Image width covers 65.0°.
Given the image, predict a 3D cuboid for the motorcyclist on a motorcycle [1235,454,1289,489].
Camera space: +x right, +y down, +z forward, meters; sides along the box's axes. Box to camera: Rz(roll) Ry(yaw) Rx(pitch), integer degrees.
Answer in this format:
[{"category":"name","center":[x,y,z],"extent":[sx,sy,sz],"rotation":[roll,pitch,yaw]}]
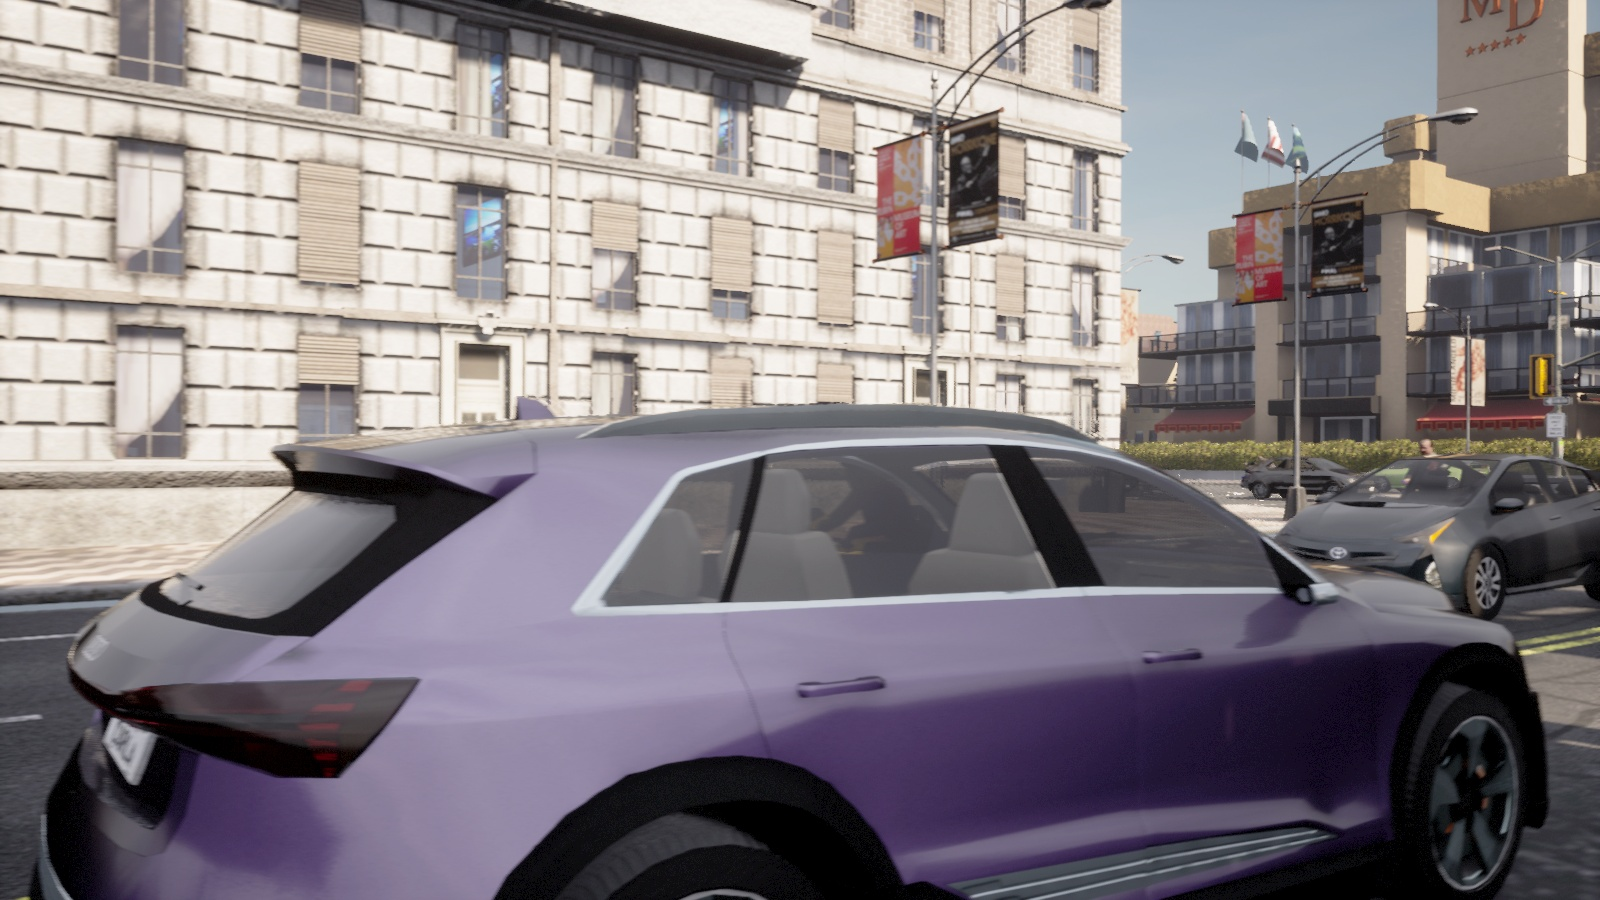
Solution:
[{"category":"motorcyclist on a motorcycle","center":[20.840,0.964,56.716],"extent":[0.866,1.530,2.191],"rotation":[0,0,-36]}]

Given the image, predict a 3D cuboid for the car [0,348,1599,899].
[{"category":"car","center":[0.357,0.688,3.935],"extent":[4.856,1.649,2.033],"rotation":[0,0,-35]}]

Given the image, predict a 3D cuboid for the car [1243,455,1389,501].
[{"category":"car","center":[17.222,0.894,42.078],"extent":[1.816,1.474,4.193],"rotation":[0,0,-36]}]

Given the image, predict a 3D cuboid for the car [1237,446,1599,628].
[{"category":"car","center":[6.665,0.729,12.663],"extent":[4.514,1.525,2.007],"rotation":[0,0,-35]}]
